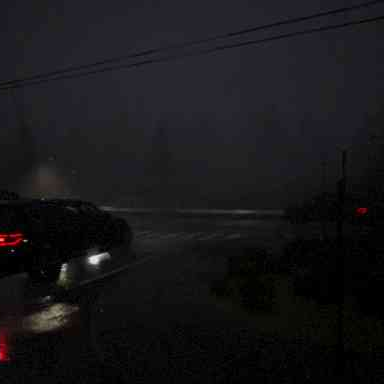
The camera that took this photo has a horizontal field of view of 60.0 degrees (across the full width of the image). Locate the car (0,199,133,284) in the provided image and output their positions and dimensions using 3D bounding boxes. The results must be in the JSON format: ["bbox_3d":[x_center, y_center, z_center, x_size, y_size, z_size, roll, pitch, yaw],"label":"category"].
[{"bbox_3d":[-3.918,1.212,9.871,2.150,2.045,5.566,-1,0,20],"label":"car"}]

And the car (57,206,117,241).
[{"bbox_3d":[-5.346,1.541,17.496,1.994,1.385,4.181,0,0,-3],"label":"car"}]

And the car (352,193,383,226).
[{"bbox_3d":[11.007,1.063,16.155,5.566,2.045,2.150,0,0,27],"label":"car"}]

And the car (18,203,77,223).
[{"bbox_3d":[-11.134,1.559,25.621,4.181,1.385,1.994,0,0,27],"label":"car"}]

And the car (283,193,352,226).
[{"bbox_3d":[8.620,1.066,20.890,5.566,2.045,2.150,0,0,24],"label":"car"}]
